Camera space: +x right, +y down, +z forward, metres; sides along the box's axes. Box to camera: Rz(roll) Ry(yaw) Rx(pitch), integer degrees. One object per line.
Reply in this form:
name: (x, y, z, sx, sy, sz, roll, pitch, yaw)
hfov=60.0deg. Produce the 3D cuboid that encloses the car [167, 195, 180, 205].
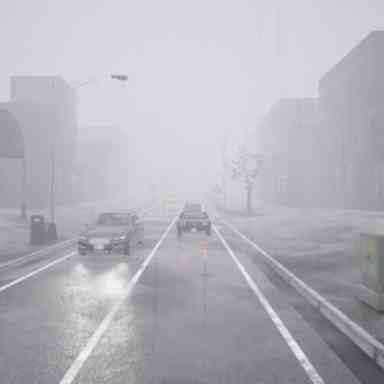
car: (-3.063, 1.215, 54.485, 1.882, 1.535, 5.008, 0, 2, 0)

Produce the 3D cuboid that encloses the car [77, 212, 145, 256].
car: (-3.100, 1.580, 13.533, 2.128, 1.511, 4.902, 0, 0, 0)

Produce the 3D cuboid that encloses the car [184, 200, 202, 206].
car: (0.099, 1.637, 38.115, 1.882, 1.535, 5.008, 0, 1, 0)

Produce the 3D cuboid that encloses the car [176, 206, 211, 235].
car: (0.106, 1.743, 19.904, 1.895, 1.301, 4.718, 0, 0, 0)
